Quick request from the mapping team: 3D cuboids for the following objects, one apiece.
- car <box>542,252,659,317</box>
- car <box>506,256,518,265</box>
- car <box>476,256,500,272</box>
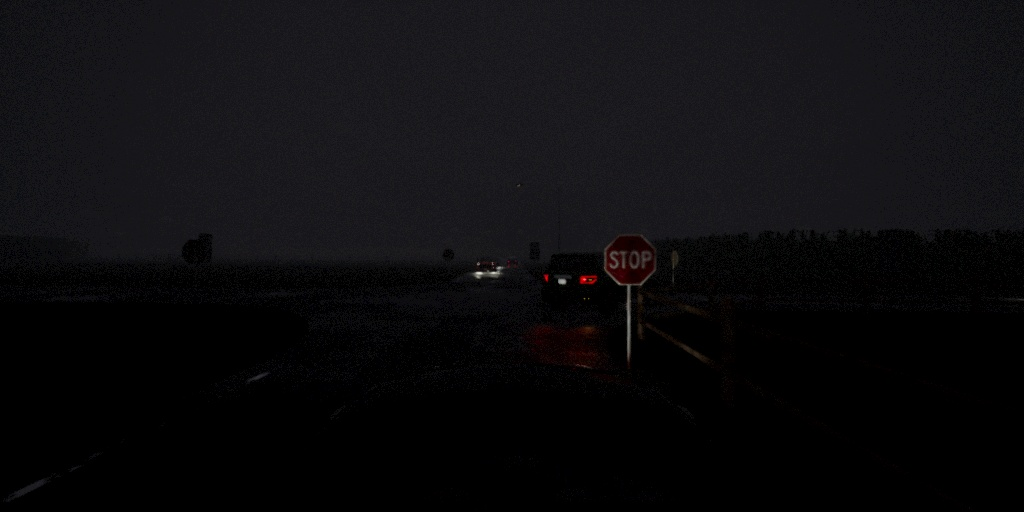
[{"bbox_3d":[3.384,0.908,13.178,2.150,2.045,5.566,-1,-1,42],"label":"car"},{"bbox_3d":[0.004,0.918,61.643,1.895,1.301,4.718,0,0,0],"label":"car"},{"bbox_3d":[-2.839,0.832,40.528,2.097,1.767,4.553,0,0,0],"label":"car"}]
